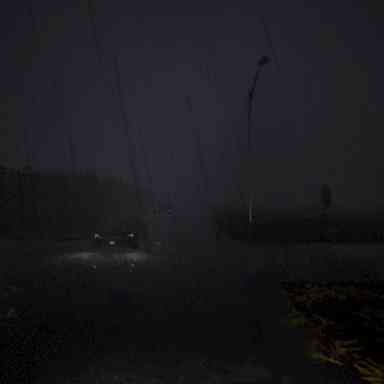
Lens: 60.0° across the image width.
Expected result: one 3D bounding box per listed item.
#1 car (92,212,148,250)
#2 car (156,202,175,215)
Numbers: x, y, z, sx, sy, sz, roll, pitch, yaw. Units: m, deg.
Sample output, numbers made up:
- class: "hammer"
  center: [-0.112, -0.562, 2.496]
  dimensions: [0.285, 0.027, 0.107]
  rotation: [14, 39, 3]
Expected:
- class: "car"
  center: [-3.117, 1.695, 15.274]
  dimensions: [1.812, 1.442, 4.674]
  rotation: [0, 0, 0]
- class: "car"
  center: [-3.160, 1.990, 40.114]
  dimensions: [1.837, 1.490, 4.892]
  rotation: [0, 1, 0]
